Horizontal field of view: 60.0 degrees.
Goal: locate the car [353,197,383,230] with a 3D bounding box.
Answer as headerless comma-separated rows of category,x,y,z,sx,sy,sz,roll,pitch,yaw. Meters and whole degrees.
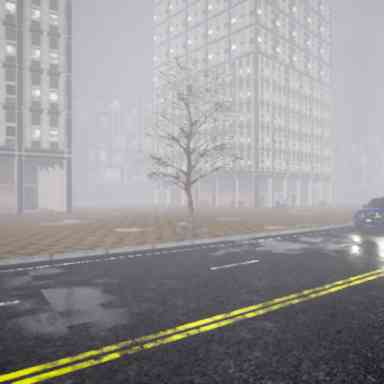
car,12.641,1.363,21.540,5.566,2.045,2.150,0,0,-39
